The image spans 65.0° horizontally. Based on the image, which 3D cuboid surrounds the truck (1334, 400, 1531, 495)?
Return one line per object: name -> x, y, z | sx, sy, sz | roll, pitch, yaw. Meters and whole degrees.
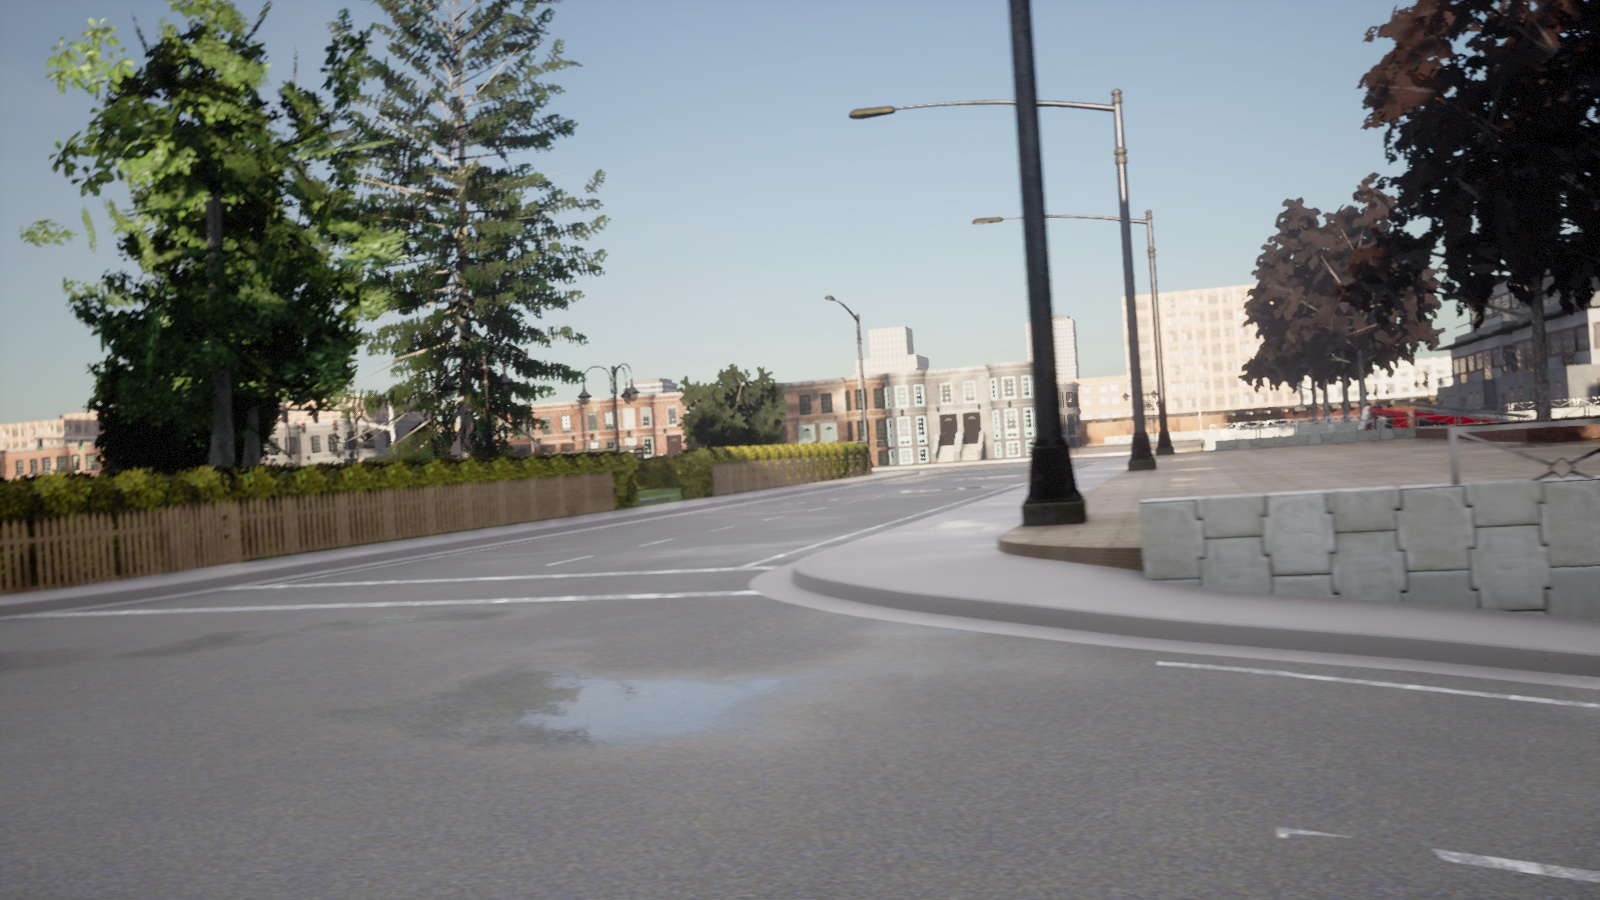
truck -> 33.082, -0.206, 66.126 | 8.468, 3.827, 2.891 | 8, 3, 17
